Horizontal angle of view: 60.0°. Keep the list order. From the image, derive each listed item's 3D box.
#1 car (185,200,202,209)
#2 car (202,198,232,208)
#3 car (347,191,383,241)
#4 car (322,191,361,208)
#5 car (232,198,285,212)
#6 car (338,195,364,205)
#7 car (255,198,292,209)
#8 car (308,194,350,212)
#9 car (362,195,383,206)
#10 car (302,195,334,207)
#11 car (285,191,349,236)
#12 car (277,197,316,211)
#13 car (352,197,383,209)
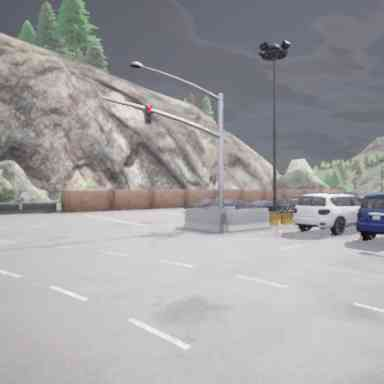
[{"bbox_3d":[1.916,1.400,35.415,5.357,1.411,2.033,0,0,-35],"label":"car"},{"bbox_3d":[3.930,1.400,32.571,5.357,1.411,2.033,0,0,-36],"label":"car"},{"bbox_3d":[9.575,1.109,14.880,5.566,2.045,2.150,0,0,-36],"label":"car"},{"bbox_3d":[19.782,0.948,43.788,5.566,2.045,2.150,0,0,-36],"label":"car"},{"bbox_3d":[6.508,1.395,30.111,5.357,1.411,2.033,0,0,-35],"label":"car"},{"bbox_3d":[24.740,1.235,51.692,4.181,1.385,1.994,0,0,-38],"label":"car"},{"bbox_3d":[10.118,1.389,41.190,4.718,1.301,1.895,0,0,-36],"label":"car"},{"bbox_3d":[14.803,1.134,35.934,4.553,1.767,2.097,0,0,-36],"label":"car"},{"bbox_3d":[27.190,1.231,49.166,4.181,1.385,1.994,0,0,-38],"label":"car"},{"bbox_3d":[17.671,1.233,46.582,4.892,1.490,1.837,0,0,-36],"label":"car"},{"bbox_3d":[7.824,1.107,17.931,5.566,2.045,2.150,0,0,-36],"label":"car"},{"bbox_3d":[12.101,1.314,38.305,4.674,1.442,1.812,0,0,-36],"label":"car"},{"bbox_3d":[21.771,1.291,40.908,4.181,1.385,1.994,0,0,-36],"label":"car"}]
